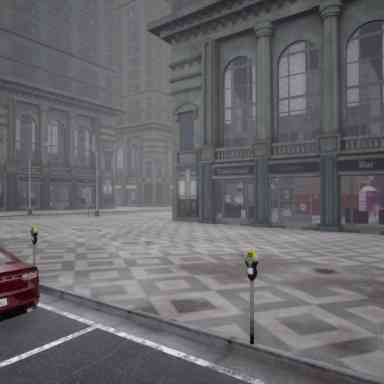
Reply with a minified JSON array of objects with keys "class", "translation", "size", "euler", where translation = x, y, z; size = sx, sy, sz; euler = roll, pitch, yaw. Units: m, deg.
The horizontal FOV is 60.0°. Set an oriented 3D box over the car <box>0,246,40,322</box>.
[{"class":"car","translation":[-4.713,1.546,6.316],"size":[4.507,1.381,1.887],"euler":[0,0,35]}]
